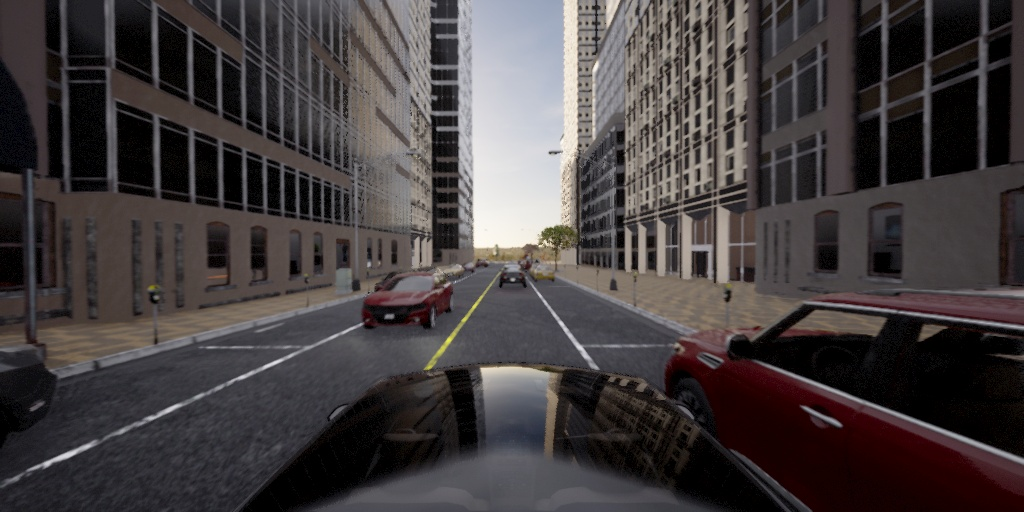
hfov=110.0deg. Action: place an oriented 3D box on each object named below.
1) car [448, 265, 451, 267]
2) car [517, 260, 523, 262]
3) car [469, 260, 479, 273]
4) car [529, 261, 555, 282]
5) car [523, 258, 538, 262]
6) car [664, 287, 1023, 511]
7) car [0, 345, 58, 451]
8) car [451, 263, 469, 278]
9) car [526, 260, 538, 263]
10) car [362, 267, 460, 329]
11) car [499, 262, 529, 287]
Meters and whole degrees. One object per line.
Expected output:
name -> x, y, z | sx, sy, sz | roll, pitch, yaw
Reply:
car -> -5.736, 1.434, 24.630 | 1.948, 1.339, 4.313 | 0, 0, 0
car -> 0.007, 1.482, 46.544 | 2.033, 1.411, 5.357 | 0, 0, 0
car -> -5.782, 1.536, 47.327 | 1.802, 1.307, 4.207 | 0, 0, 0
car -> 2.633, 1.391, 30.437 | 1.751, 1.417, 4.829 | 0, 0, 0
car -> 2.599, 1.244, 47.291 | 2.192, 1.841, 5.009 | 0, 0, 0
car -> 2.692, 1.058, 1.892 | 2.192, 1.841, 5.009 | 0, 0, 0
car -> -5.690, 1.318, 1.932 | 2.007, 1.370, 4.403 | 0, 0, 0
car -> -5.759, 1.437, 35.808 | 1.751, 1.417, 4.829 | 0, 0, 0
car -> 2.622, 1.413, 36.111 | 1.751, 1.417, 4.829 | 0, 0, 0
car -> -3.120, 1.283, 11.655 | 1.882, 1.535, 5.008 | 0, 0, 0
car -> 0.050, 1.381, 25.696 | 1.812, 1.442, 4.674 | 0, 0, 0
